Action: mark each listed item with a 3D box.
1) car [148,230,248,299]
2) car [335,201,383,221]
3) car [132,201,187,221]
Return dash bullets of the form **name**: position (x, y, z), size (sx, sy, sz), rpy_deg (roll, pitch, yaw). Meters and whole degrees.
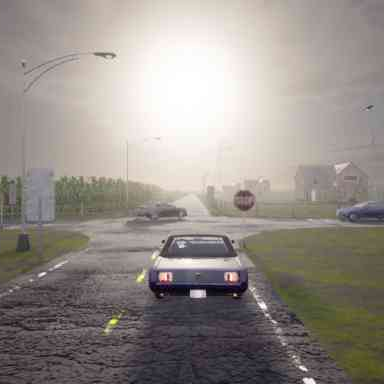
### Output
- **car**: position (0.154, 1.602, 8.391), size (1.895, 1.301, 4.718), rpy_deg (0, 0, 1)
- **car**: position (13.265, 1.408, 25.014), size (4.674, 1.442, 1.812), rpy_deg (-1, 0, 0)
- **car**: position (-2.540, 1.499, 27.049), size (2.128, 1.511, 4.902), rpy_deg (1, 0, 44)
